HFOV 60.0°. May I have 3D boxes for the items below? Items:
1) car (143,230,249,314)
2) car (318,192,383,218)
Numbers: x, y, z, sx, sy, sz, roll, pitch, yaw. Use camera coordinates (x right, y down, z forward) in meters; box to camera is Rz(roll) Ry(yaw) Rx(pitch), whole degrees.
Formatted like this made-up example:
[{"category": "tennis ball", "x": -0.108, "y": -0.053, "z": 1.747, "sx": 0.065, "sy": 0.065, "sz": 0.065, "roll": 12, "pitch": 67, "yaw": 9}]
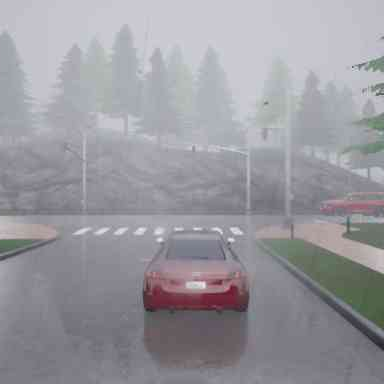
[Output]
[{"category": "car", "x": 0.084, "y": 1.561, "z": 7.685, "sx": 1.994, "sy": 1.385, "sz": 4.181, "roll": 0, "pitch": 0, "yaw": 0}, {"category": "car", "x": 13.345, "y": 1.048, "z": 27.229, "sx": 5.566, "sy": 2.045, "sz": 2.150, "roll": 0, "pitch": 0, "yaw": 0}]
